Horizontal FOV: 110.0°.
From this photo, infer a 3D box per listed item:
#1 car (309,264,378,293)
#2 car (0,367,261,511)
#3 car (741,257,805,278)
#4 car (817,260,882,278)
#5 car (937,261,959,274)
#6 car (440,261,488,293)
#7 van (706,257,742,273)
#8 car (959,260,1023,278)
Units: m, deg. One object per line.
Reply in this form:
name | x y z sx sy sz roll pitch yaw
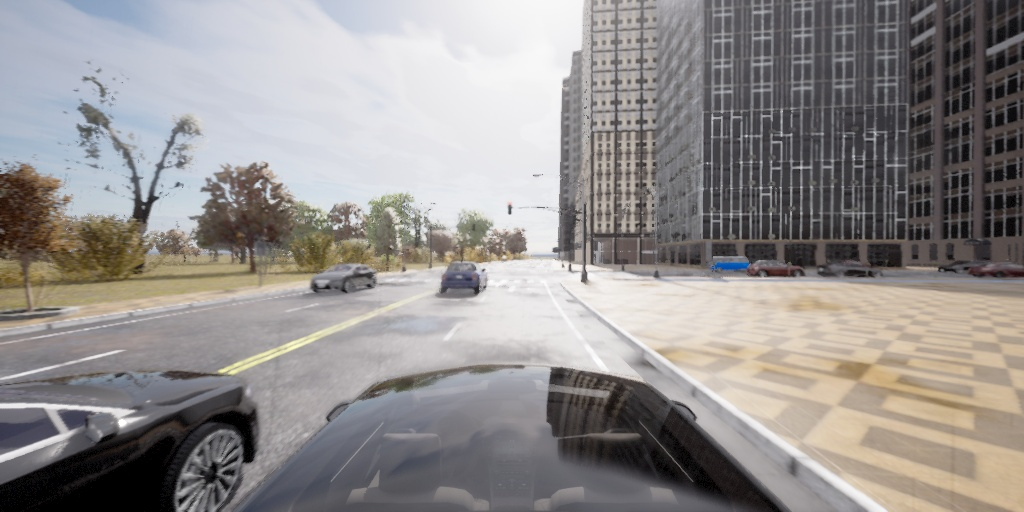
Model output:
car | -9.316 1.199 20.218 2.128 1.511 4.902 0 0 3
car | -3.128 1.228 1.194 2.128 1.511 4.902 0 0 0
car | 22.488 1.083 30.619 4.097 1.591 1.967 0 0 7
car | 28.143 1.187 30.005 4.313 1.339 1.948 0 0 7
car | 46.103 1.092 36.380 4.313 1.339 1.948 0 0 7
car | -2.626 1.088 20.595 2.097 1.767 4.553 0 0 3
van | 23.523 0.953 39.181 3.998 1.789 1.690 0 0 7
car | 39.448 1.161 28.730 4.207 1.307 1.802 0 0 7
